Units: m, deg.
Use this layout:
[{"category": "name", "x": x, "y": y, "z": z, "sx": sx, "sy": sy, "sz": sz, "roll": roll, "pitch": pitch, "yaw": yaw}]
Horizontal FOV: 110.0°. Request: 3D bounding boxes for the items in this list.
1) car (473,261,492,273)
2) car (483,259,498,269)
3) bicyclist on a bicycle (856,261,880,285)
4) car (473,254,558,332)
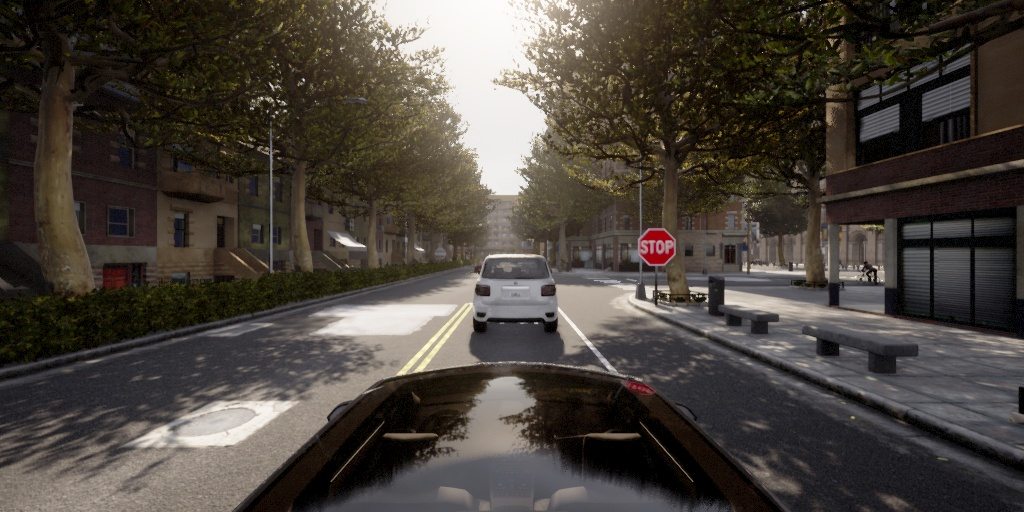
[{"category": "car", "x": -3.558, "y": 1.350, "z": 43.730, "sx": 1.895, "sy": 1.301, "sz": 4.718, "roll": 0, "pitch": 0, "yaw": 0}, {"category": "car", "x": -3.557, "y": 1.241, "z": 59.024, "sx": 2.128, "sy": 1.511, "sz": 4.902, "roll": 0, "pitch": 0, "yaw": 0}, {"category": "bicyclist on a bicycle", "x": 24.773, "y": 1.203, "z": 24.960, "sx": 0.582, "sy": 1.620, "sz": 1.656, "roll": 0, "pitch": 0, "yaw": -1}, {"category": "car", "x": 0.089, "y": 0.971, "z": 10.945, "sx": 2.150, "sy": 2.045, "sz": 5.566, "roll": 0, "pitch": 0, "yaw": 0}]
